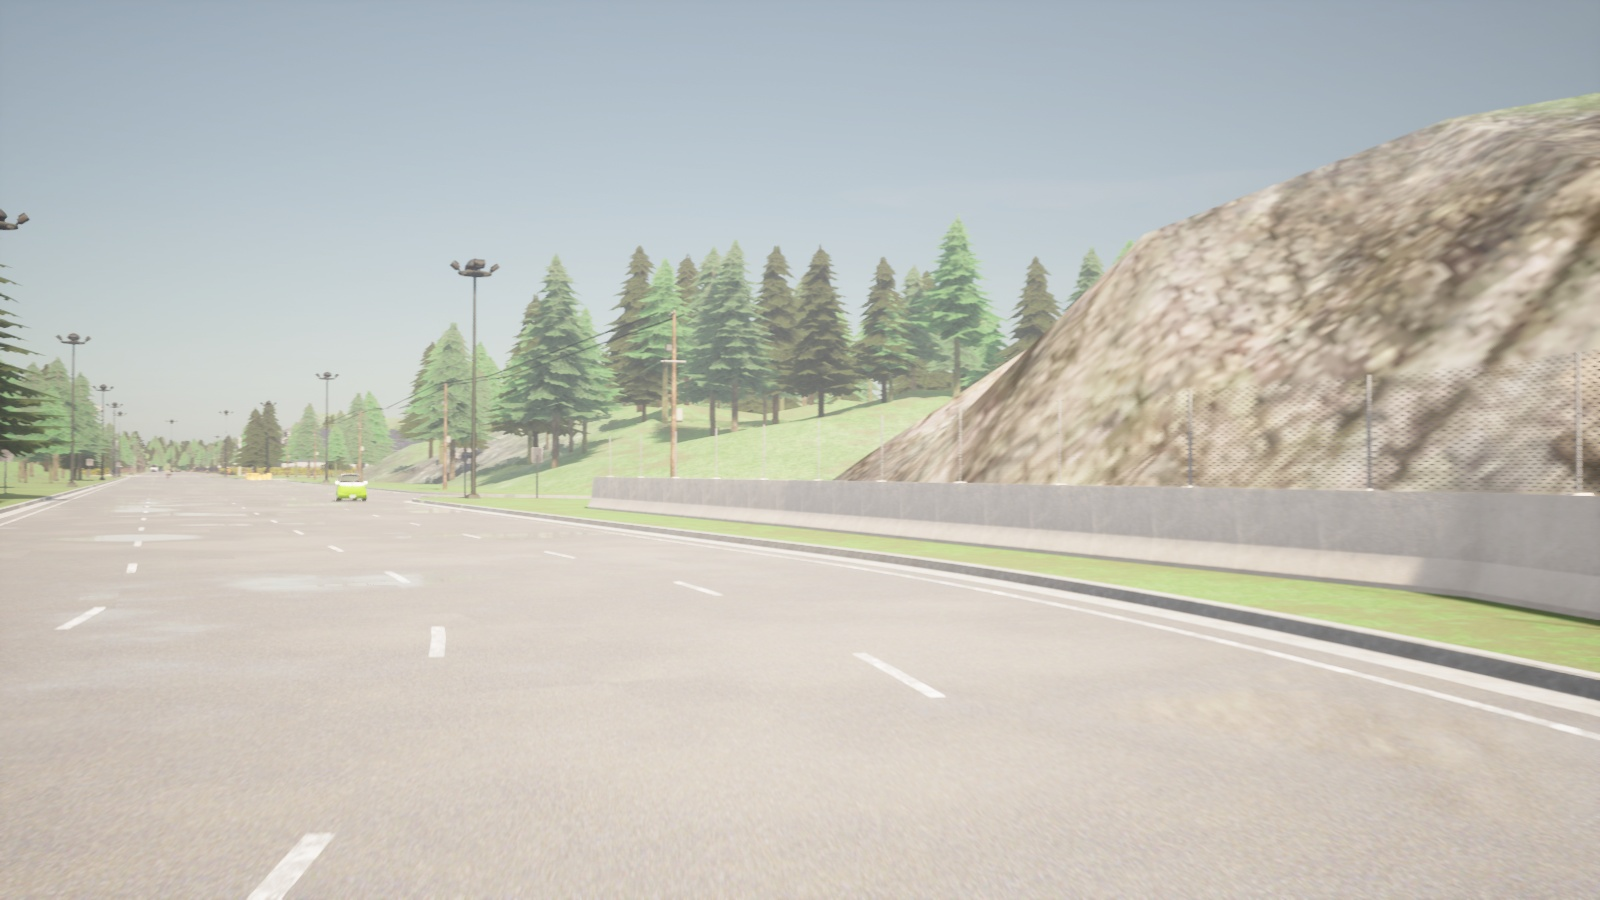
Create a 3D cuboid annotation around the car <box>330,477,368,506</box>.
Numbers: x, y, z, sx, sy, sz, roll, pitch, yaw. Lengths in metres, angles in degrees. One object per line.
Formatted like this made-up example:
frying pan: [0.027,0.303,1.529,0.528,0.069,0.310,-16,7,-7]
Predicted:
car: [-21.999,2.006,61.193,1.481,1.376,2.207,0,-1,-27]
